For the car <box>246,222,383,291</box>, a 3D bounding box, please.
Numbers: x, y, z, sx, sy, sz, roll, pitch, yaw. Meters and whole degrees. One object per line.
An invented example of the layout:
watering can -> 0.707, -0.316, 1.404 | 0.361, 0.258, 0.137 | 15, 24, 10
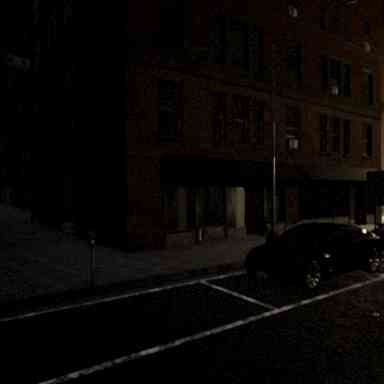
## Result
car -> 3.383, 1.527, 8.910 | 4.313, 1.339, 1.947 | 0, 0, -35
